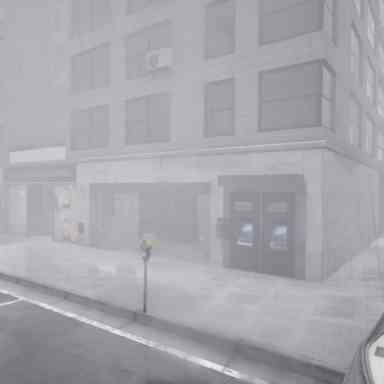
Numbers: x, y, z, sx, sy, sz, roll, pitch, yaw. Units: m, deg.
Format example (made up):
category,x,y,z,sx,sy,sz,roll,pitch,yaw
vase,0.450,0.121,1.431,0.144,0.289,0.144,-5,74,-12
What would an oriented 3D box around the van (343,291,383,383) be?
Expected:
category,x,y,z,sx,sy,sz,roll,pitch,yaw
van,2.602,1.342,1.087,3.998,1.788,1.690,0,1,36
